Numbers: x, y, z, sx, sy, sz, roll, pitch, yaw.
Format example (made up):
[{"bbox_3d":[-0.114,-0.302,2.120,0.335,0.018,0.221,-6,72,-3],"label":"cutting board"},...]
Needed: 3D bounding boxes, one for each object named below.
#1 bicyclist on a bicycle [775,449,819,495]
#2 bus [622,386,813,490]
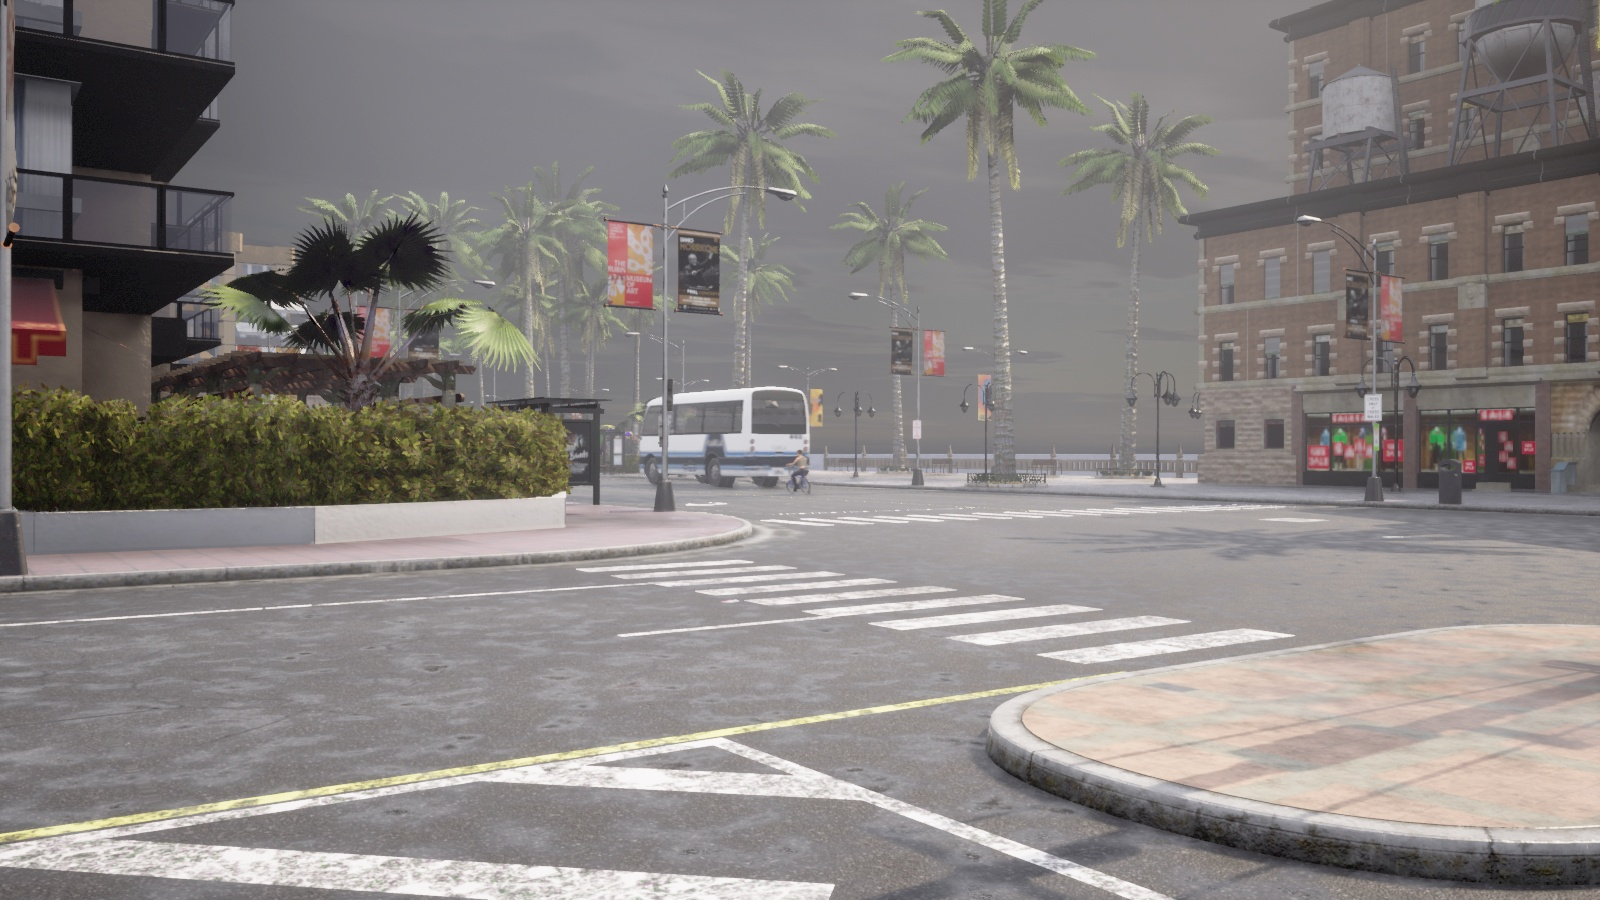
[{"bbox_3d":[-0.104,0.792,44.957,0.866,1.612,1.509,0,0,-34],"label":"bicyclist on a bicycle"},{"bbox_3d":[-3.979,-0.484,56.836,3.944,4.253,10.273,0,0,-35],"label":"bus"}]
